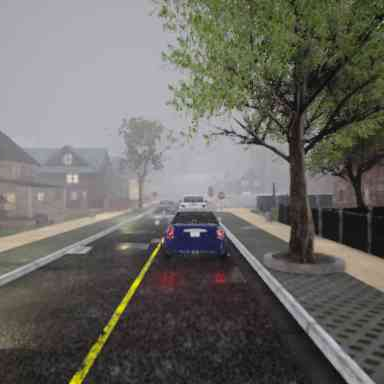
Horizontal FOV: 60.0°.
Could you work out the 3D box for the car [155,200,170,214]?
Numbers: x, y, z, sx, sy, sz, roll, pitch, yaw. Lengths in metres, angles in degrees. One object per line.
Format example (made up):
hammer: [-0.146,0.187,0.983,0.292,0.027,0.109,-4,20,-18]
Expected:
car: [-2.747,1.569,35.237,2.033,1.411,5.357,0,0,0]

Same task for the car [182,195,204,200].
car: [0.103,1.242,27.568,2.150,2.045,5.566,0,0,0]

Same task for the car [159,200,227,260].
car: [0.102,1.364,12.649,2.097,1.767,4.553,0,0,0]
